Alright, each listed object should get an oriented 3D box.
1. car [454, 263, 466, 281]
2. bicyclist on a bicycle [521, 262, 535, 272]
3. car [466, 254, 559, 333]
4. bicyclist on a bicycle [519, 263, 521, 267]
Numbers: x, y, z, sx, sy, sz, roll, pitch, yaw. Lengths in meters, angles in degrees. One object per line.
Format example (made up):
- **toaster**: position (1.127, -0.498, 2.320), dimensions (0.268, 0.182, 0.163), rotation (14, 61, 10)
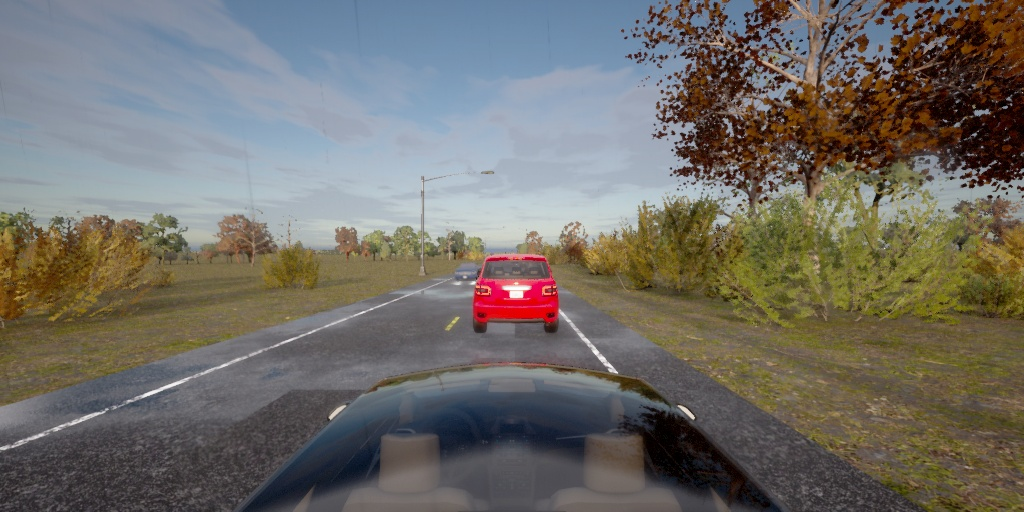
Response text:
- **car**: position (-3.687, 1.287, 30.770), dimensions (2.033, 1.411, 5.357), rotation (0, 0, 0)
- **bicyclist on a bicycle**: position (0.938, 1.114, 18.570), dimensions (0.659, 1.776, 1.843), rotation (0, 0, 0)
- **car**: position (0.089, 0.968, 10.864), dimensions (2.150, 2.045, 5.566), rotation (0, 0, 0)
- **bicyclist on a bicycle**: position (0.896, 1.111, 28.583), dimensions (0.659, 1.776, 1.843), rotation (0, 0, 0)
